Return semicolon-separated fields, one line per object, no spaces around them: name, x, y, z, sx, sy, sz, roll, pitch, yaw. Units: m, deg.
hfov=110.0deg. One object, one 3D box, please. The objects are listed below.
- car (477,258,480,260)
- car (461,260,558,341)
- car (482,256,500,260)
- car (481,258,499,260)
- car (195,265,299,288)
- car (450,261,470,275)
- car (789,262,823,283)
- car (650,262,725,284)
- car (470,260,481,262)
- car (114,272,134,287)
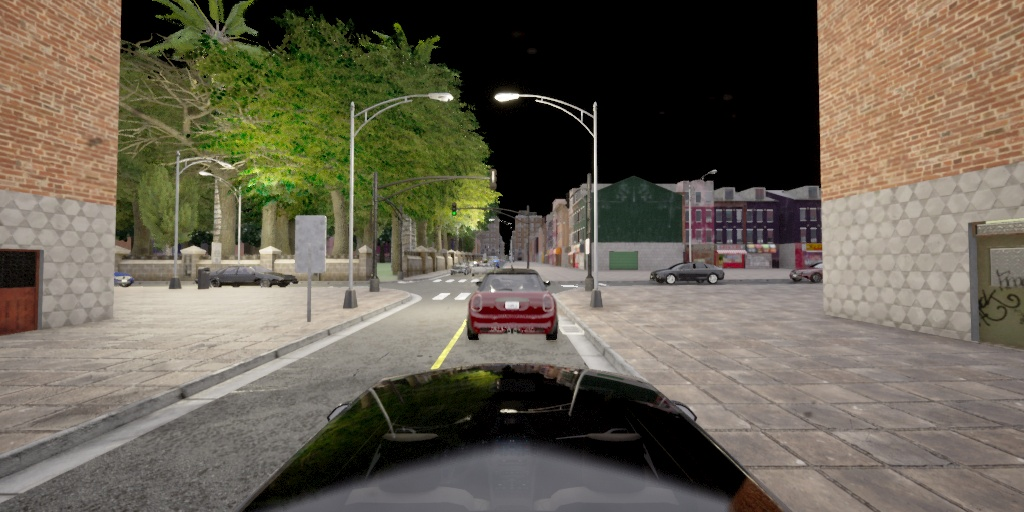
car;-5.576;1.344;45.635;2.007;1.370;4.403;0;0;0
car;0.028;1.104;10.008;2.097;1.767;4.553;0;0;1
car;-3.125;1.042;57.581;2.150;2.045;5.566;0;0;0
car;-3.046;1.301;46.919;1.837;1.490;4.892;0;0;-1
car;-16.235;1.287;22.066;5.357;1.411;2.033;0;-1;0
car;-5.542;1.332;38.500;2.007;1.370;4.403;0;0;0
car;22.251;1.105;25.251;4.674;1.442;1.812;-1;-1;0
car;12.221;1.192;25.178;4.892;1.490;1.837;-1;-1;0
car;-2.962;1.380;36.842;1.895;1.301;4.718;0;0;2
car;-26.145;1.260;22.020;4.674;1.442;1.812;0;-1;0
